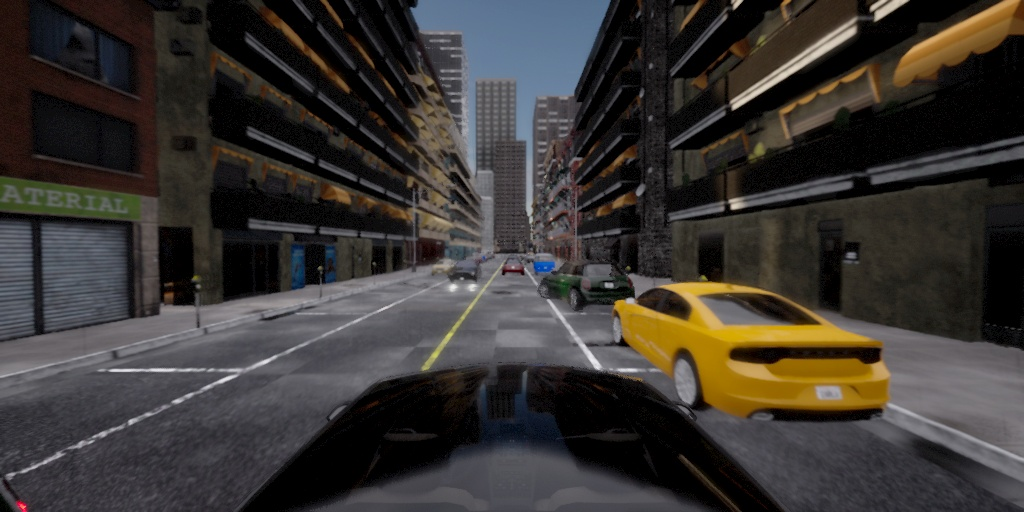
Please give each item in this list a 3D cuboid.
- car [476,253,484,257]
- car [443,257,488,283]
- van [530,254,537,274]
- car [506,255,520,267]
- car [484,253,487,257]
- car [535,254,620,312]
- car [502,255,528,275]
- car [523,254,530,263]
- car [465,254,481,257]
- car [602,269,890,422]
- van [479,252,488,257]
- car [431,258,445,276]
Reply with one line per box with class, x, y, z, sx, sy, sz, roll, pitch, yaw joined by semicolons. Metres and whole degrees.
car;-5.649;0.610;52.812;1.888;1.381;4.507;0;0;0
car;-3.081;0.985;24.728;2.033;1.411;5.357;0;1;0
van;2.712;0.700;30.701;1.690;1.789;3.998;0;0;0
car;0.125;0.622;49.005;1.837;1.490;4.892;0;1;0
car;-5.645;0.537;58.336;1.888;1.381;4.507;0;0;0
car;2.666;0.938;13.729;2.097;1.767;4.553;0;1;-13
car;0.104;0.904;32.124;1.994;1.385;4.181;0;1;0
car;2.732;0.616;52.792;2.007;1.370;4.403;0;0;0
car;-5.654;0.704;47.289;1.948;1.339;4.313;0;0;0
car;3.142;1.169;6.026;1.882;1.535;5.008;0;1;0
van;-5.640;0.261;63.859;1.690;1.789;3.998;0;0;0
car;-5.669;0.884;30.551;1.751;1.417;4.829;0;0;0
